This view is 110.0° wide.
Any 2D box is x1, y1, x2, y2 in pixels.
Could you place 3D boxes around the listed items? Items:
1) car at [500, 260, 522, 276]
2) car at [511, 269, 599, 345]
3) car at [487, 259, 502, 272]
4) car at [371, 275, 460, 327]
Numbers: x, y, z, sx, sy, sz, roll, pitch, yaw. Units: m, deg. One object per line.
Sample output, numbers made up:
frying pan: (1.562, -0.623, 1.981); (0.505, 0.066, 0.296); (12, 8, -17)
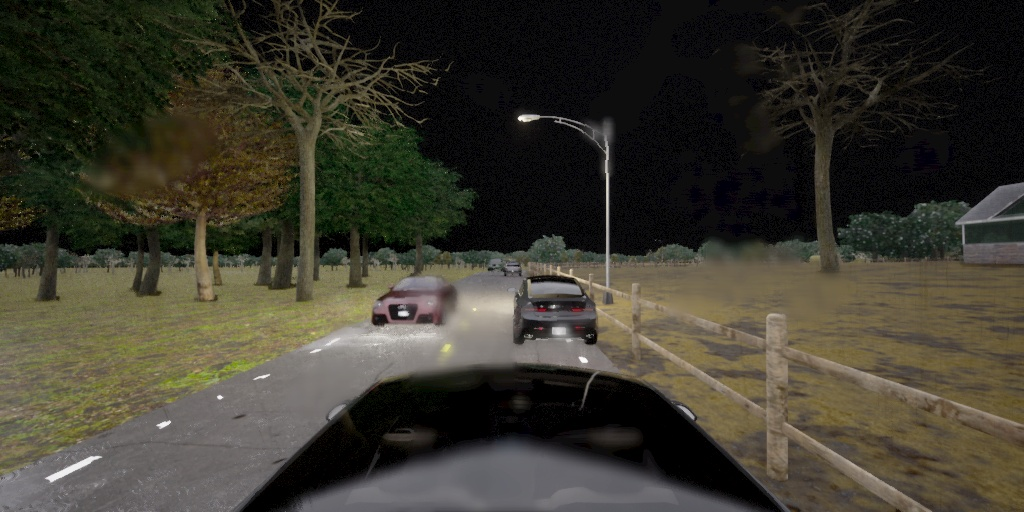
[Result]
car: (0.088, 1.378, 38.822); (2.128, 1.511, 4.902); (0, -1, 0)
car: (0.964, 1.263, 9.539); (1.837, 1.490, 4.892); (0, 0, 0)
car: (-2.476, 1.403, 55.622); (2.150, 2.045, 5.566); (0, -1, 5)
car: (-2.847, 1.324, 11.392); (1.994, 1.385, 4.181); (0, 0, 0)
